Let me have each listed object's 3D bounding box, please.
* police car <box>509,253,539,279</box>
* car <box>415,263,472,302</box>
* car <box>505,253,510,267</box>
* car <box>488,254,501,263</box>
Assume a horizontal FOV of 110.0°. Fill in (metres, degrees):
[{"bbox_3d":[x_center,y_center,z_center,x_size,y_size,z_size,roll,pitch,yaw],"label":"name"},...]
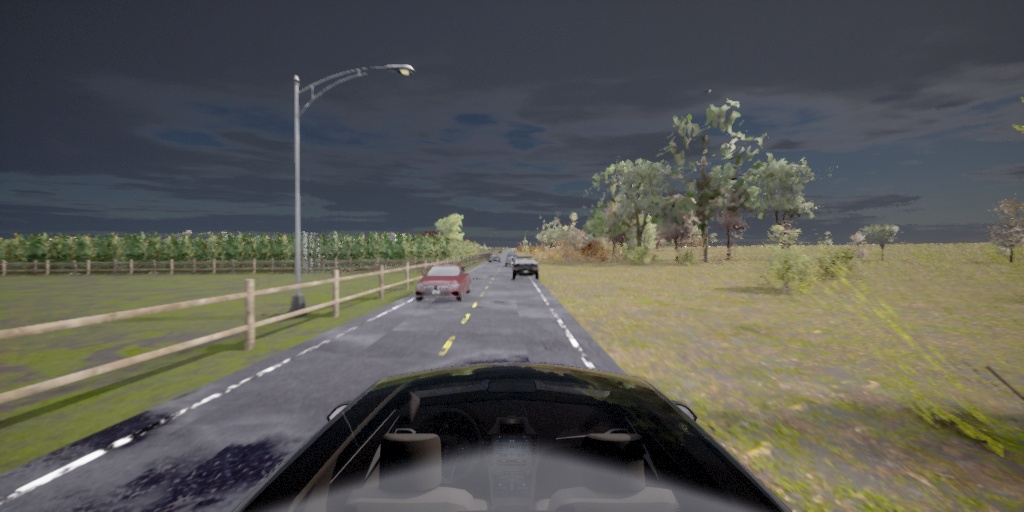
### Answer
[{"bbox_3d":[0.948,0.803,26.857,1.930,1.638,5.238,0,1,0],"label":"police car"},{"bbox_3d":[-2.852,1.071,15.750,1.812,1.442,4.674,0,1,0],"label":"car"},{"bbox_3d":[-0.013,0.620,46.483,2.033,1.411,5.357,0,1,0],"label":"car"},{"bbox_3d":[-2.806,0.443,58.615,1.994,1.385,4.181,0,1,1],"label":"car"}]
